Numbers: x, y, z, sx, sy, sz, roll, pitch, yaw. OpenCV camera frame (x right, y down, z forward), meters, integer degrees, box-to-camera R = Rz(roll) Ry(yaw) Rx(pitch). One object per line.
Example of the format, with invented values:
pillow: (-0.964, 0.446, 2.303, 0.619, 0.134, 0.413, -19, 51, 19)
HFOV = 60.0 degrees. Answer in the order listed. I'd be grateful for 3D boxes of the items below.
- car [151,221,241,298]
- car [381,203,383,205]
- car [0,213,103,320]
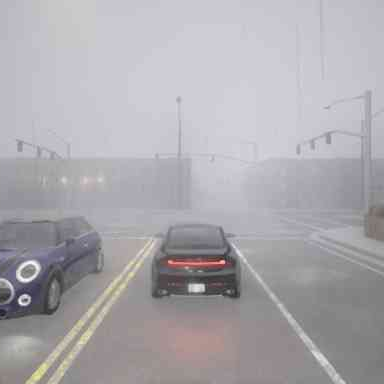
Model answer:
car: (0.081, 1.501, 8.477, 1.837, 1.490, 4.892, 0, 0, 0)
car: (18.021, 1.512, 29.759, 4.674, 1.442, 1.812, 0, 0, -2)
car: (-3.569, 1.349, 7.553, 2.097, 1.767, 4.553, 0, 0, 0)
